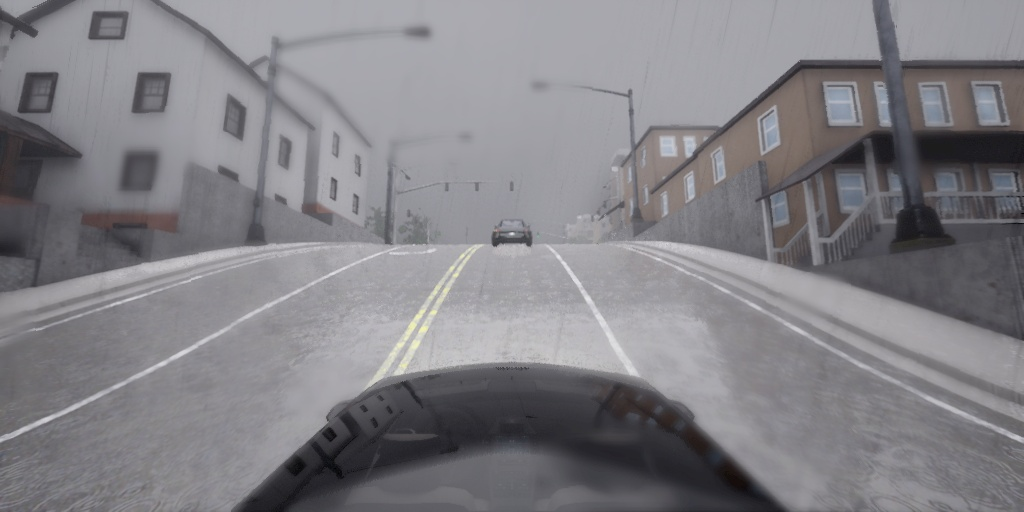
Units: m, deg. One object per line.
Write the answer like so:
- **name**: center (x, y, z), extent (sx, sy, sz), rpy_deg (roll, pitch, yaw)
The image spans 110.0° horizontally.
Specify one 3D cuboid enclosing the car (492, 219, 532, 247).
- **car**: center (0.014, -1.209, 18.641), extent (1.994, 1.385, 4.181), rpy_deg (0, 4, 1)
